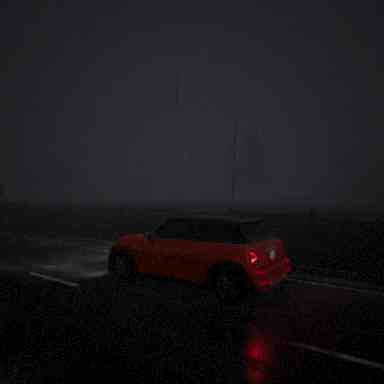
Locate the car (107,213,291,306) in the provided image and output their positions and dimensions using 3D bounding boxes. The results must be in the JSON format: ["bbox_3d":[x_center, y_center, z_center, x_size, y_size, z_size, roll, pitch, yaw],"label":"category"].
[{"bbox_3d":[-0.019,1.349,8.302,4.553,1.767,2.097,0,0,35],"label":"car"}]
